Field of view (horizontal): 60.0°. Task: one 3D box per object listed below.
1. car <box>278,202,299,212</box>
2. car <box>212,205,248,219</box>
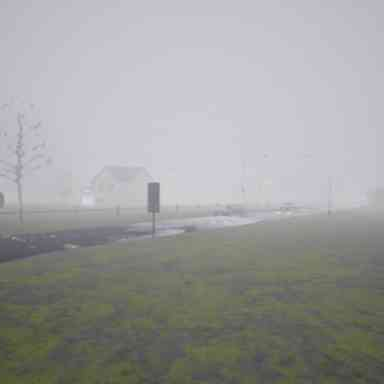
[{"bbox_3d":[14.446,2.216,49.594,1.837,1.490,4.892,1,0,35],"label":"car"},{"bbox_3d":[4.012,2.021,35.021,1.895,1.301,4.718,1,0,35],"label":"car"}]
